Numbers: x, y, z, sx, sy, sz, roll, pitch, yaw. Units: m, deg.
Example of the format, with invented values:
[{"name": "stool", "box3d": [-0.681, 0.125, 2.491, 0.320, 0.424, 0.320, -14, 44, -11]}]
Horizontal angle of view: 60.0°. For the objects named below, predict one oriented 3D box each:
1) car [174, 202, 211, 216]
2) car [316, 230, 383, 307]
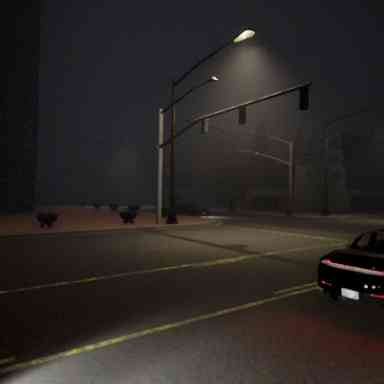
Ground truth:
[{"name": "car", "box3d": [-0.247, 1.774, 35.683, 2.033, 1.411, 5.357, 1, -1, -35]}, {"name": "car", "box3d": [4.716, 1.566, 7.158, 4.902, 1.511, 2.128, 1, 0, -35]}]
